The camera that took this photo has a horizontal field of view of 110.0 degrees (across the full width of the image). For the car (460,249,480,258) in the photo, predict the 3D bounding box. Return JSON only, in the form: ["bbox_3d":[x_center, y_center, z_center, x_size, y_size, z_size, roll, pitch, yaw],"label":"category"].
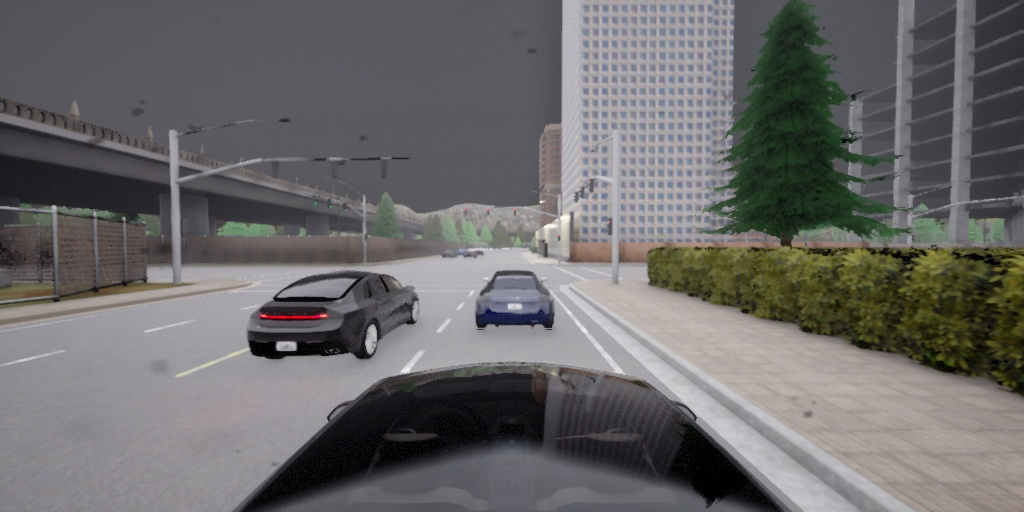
[{"bbox_3d":[-7.015,-0.310,60.254,1.994,1.385,4.181,0,2,1],"label":"car"}]

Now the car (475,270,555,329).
[{"bbox_3d":[0.077,1.077,10.273,1.994,1.385,4.181,0,2,0],"label":"car"}]

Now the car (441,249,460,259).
[{"bbox_3d":[-10.508,-0.324,60.168,2.033,1.411,5.357,0,2,1],"label":"car"}]

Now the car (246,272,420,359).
[{"bbox_3d":[-3.437,1.082,7.913,1.837,1.490,4.892,0,1,0],"label":"car"}]
